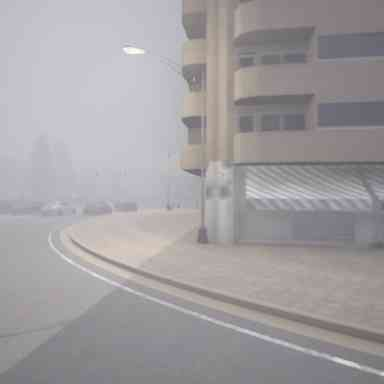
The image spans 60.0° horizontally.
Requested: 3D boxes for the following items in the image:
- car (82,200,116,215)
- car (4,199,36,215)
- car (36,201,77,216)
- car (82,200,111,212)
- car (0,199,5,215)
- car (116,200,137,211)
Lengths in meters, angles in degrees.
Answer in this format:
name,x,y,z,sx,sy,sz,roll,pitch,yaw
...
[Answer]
name,x,y,z,sx,sy,sz,roll,pitch,yaw
car,-10.607,1.821,37.464,1.994,1.385,4.181,0,-1,9
car,-17.785,1.707,36.450,1.837,1.490,4.892,0,-1,7
car,-14.368,1.745,35.977,1.812,1.442,4.674,0,-1,9
car,-12.911,1.813,45.106,1.837,1.490,4.892,0,-1,9
car,-21.227,1.533,37.080,2.097,1.767,4.553,0,0,7
car,-9.165,1.822,46.328,1.882,1.535,5.008,0,-1,9
